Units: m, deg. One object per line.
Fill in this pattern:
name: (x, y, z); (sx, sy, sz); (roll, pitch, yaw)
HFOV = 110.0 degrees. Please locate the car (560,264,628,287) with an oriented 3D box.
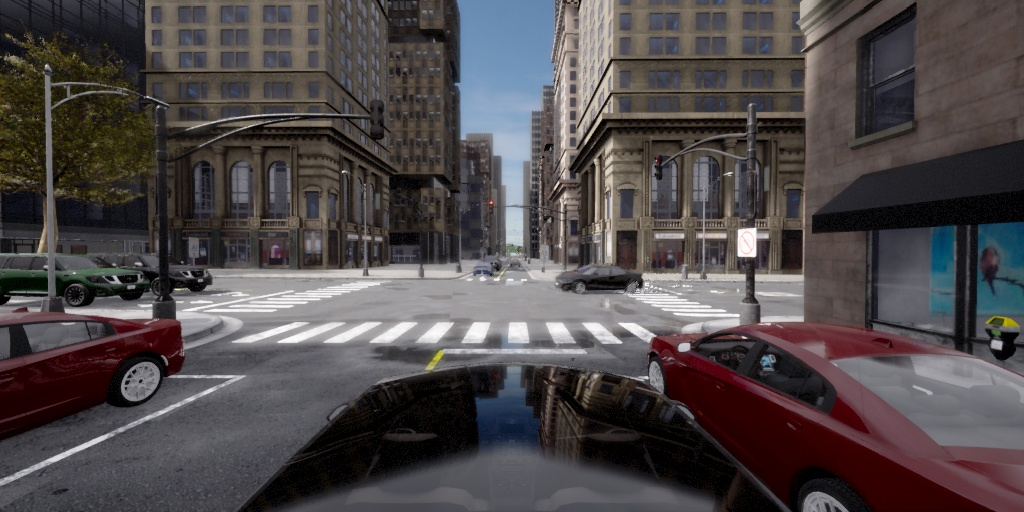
car: (5.467, 1.296, 24.431); (4.181, 1.385, 1.994); (1, 1, 1)

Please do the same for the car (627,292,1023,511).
car: (2.771, 1.294, 3.396); (1.888, 1.381, 4.507); (0, 0, 0)

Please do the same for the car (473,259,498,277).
car: (-2.797, 1.290, 36.247); (2.033, 1.411, 5.357); (0, 0, 0)

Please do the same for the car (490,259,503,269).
car: (-2.557, 1.243, 59.160); (1.837, 1.490, 4.892); (0, 0, 1)

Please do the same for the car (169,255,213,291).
car: (-18.327, 0.854, 17.941); (5.566, 2.045, 2.150); (0, 1, 1)

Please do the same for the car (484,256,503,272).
car: (-2.690, 0.960, 46.970); (2.150, 2.045, 5.566); (0, 0, 1)

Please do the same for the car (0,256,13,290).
car: (-28.833, 0.900, 18.040); (4.553, 1.767, 2.097); (0, 1, 1)

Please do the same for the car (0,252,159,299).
car: (-18.336, 0.901, 14.691); (5.566, 2.045, 2.150); (0, 1, 1)

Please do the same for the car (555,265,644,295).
car: (4.825, 1.259, 19.912); (5.008, 1.535, 1.882); (1, 0, -16)

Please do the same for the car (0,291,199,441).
car: (-5.754, 1.295, 3.466); (1.888, 1.381, 4.507); (0, 0, 0)
